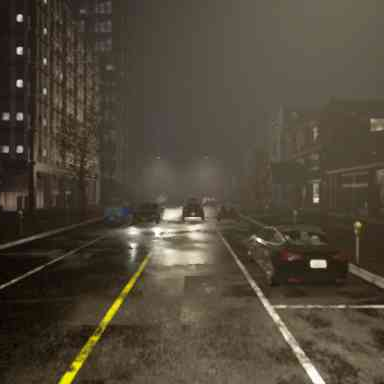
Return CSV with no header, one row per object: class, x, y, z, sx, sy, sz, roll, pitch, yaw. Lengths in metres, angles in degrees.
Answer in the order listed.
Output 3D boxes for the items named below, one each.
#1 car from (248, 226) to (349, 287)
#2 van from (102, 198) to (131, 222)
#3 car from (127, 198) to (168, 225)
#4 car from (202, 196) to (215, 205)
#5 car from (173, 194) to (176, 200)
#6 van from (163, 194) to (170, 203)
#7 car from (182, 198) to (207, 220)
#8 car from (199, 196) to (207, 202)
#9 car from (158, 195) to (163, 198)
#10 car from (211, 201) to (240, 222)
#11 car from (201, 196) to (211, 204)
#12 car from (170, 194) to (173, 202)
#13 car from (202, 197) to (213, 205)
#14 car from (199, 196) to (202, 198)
car,2.692,1.569,9.167,1.947,1.339,4.313,0,0,0
van,-5.690,1.352,25.780,1.690,1.788,3.998,0,0,0
car,-3.097,1.487,24.160,1.882,1.535,5.008,0,0,0
car,2.688,1.475,53.464,1.967,1.590,4.097,0,0,0
car,-5.695,1.384,81.150,2.192,1.841,5.009,0,0,0
van,-5.694,1.388,64.538,1.690,1.788,3.998,0,0,0
car,0.094,1.538,28.095,1.812,1.442,4.674,0,0,0
car,2.684,1.635,81.149,1.947,1.339,4.313,0,0,0
car,-5.692,1.469,47.928,1.967,1.590,4.097,0,0,0
car,2.690,1.593,25.779,1.802,1.307,4.206,0,0,0
car,2.687,1.592,64.538,1.887,1.381,4.507,0,0,0
car,-5.695,1.598,70.076,1.887,1.381,4.507,0,0,0
car,2.687,1.622,59.000,1.802,1.307,4.206,0,0,0
car,0.096,1.505,45.956,1.882,1.535,5.008,0,0,0
